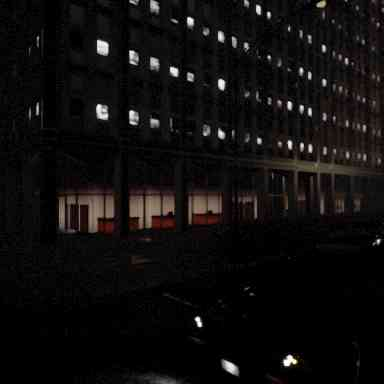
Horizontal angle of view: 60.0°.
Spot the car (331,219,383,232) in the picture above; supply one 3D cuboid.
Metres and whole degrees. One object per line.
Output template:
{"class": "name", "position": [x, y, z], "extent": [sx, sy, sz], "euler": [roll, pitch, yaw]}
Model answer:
{"class": "car", "position": [6.252, 1.680, 11.914], "extent": [4.403, 1.369, 2.008], "euler": [0, -1, -39]}

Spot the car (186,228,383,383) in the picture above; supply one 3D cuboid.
{"class": "car", "position": [2.481, 1.612, 5.471], "extent": [5.357, 1.411, 2.033], "euler": [0, -1, -39]}
